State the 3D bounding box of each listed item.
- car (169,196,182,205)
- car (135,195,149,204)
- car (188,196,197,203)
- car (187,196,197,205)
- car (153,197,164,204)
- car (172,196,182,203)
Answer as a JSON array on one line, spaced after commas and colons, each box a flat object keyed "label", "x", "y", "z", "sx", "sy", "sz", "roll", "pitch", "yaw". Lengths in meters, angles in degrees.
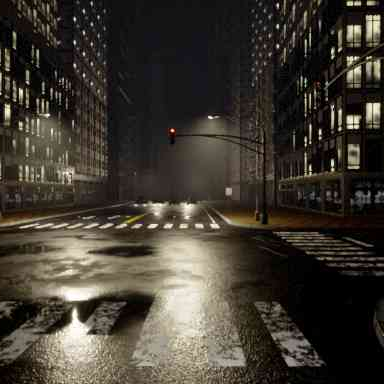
[{"label": "car", "x": -3.187, "y": 1.647, "z": 59.727, "sx": 2.033, "sy": 1.411, "sz": 5.357, "roll": 0, "pitch": 0, "yaw": 0}, {"label": "car", "x": -9.682, "y": 1.468, "z": 64.349, "sx": 2.097, "sy": 1.767, "sz": 4.553, "roll": 0, "pitch": 0, "yaw": 0}, {"label": "car", "x": 0.075, "y": 1.583, "z": 70.588, "sx": 1.895, "sy": 1.301, "sz": 4.718, "roll": 0, "pitch": 0, "yaw": 0}, {"label": "car", "x": 0.064, "y": 1.648, "z": 60.140, "sx": 2.033, "sy": 1.411, "sz": 5.357, "roll": 0, "pitch": 0, "yaw": 0}, {"label": "car", "x": -6.432, "y": 1.680, "z": 64.315, "sx": 1.994, "sy": 1.385, "sz": 4.181, "roll": 0, "pitch": 0, "yaw": 0}, {"label": "car", "x": -3.176, "y": 1.522, "z": 70.145, "sx": 1.994, "sy": 1.385, "sz": 4.181, "roll": 0, "pitch": 0, "yaw": 0}]
